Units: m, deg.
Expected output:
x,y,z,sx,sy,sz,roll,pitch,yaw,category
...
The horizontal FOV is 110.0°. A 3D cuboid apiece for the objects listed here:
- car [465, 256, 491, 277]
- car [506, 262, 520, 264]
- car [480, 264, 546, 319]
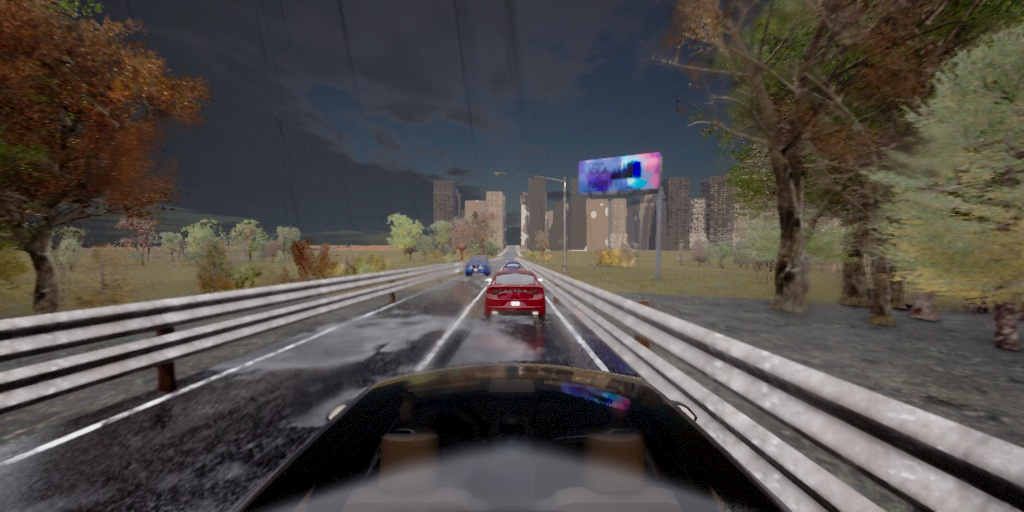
x,y,z,sx,sy,sz,roll,pitch,yaw,category
-3.283,0.962,35.412,2.150,2.045,5.566,0,0,0,car
0.098,1.265,33.481,1.812,1.442,4.674,0,0,0,car
0.099,1.224,12.802,1.882,1.535,5.008,0,0,0,car
